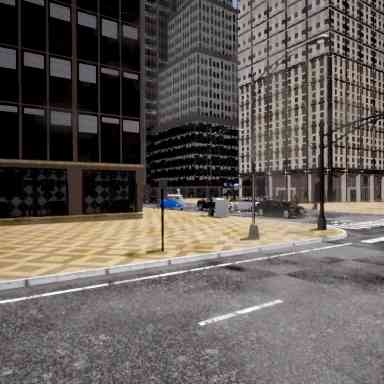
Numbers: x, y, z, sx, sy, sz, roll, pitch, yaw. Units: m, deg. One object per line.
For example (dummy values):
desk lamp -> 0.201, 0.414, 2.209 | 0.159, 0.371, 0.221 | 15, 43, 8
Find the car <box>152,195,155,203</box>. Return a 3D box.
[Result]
car -> -3.219, 1.348, 45.420 | 1.812, 1.442, 4.674 | -1, 1, -34

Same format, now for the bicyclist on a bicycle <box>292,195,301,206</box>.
bicyclist on a bicycle -> 12.012, 1.118, 38.461 | 1.656, 1.620, 0.582 | -1, 1, -34

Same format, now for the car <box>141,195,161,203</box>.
car -> -7.838, 1.238, 62.590 | 1.887, 1.381, 4.507 | 0, 0, -34

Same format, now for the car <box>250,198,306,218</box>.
car -> 7.706, 1.419, 29.234 | 1.837, 1.490, 4.892 | -1, 1, -34

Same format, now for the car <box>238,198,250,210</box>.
car -> 6.436, 1.381, 36.761 | 1.812, 1.442, 4.674 | -1, 1, -34

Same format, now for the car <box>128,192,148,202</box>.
car -> -10.940, 0.981, 67.179 | 2.192, 1.841, 5.009 | 0, 0, -34

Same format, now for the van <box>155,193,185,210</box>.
van -> -2.376, 1.210, 39.539 | 1.690, 1.788, 3.998 | 0, 0, -34

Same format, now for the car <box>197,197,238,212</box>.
car -> 2.432, 1.362, 37.042 | 2.128, 1.511, 4.902 | -1, 1, -34

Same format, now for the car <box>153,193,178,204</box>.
car -> -4.737, 1.035, 57.999 | 2.192, 1.841, 5.009 | 0, 0, -34

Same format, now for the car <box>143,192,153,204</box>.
car -> -7.629, 1.243, 57.581 | 1.837, 1.490, 4.892 | -1, 1, -34
